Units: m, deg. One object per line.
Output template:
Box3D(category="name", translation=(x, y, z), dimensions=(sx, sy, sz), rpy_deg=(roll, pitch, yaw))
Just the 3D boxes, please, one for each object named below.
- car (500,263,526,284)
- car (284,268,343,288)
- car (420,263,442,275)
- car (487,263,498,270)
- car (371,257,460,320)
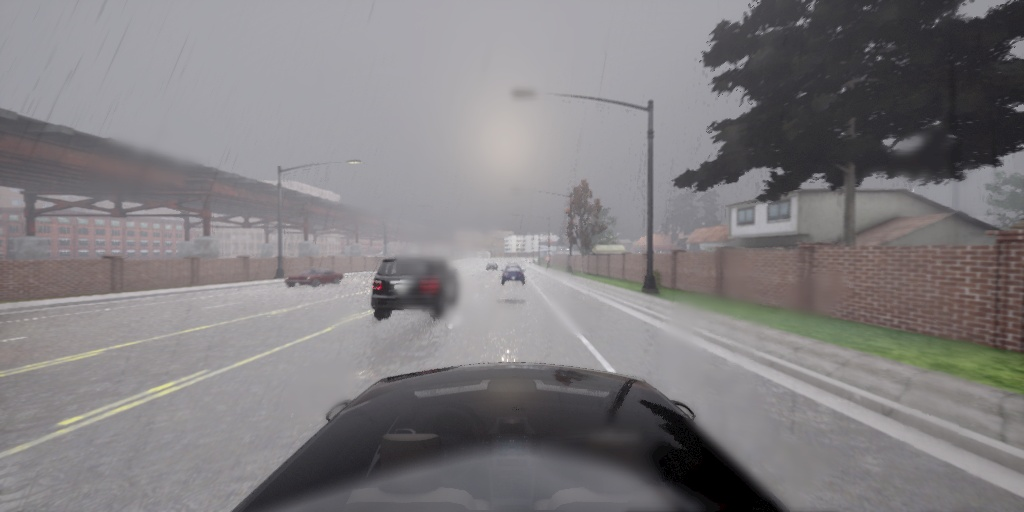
Box3D(category="car", translation=(0.104, 1.491, 29.214), dimensions=(1.812, 1.442, 4.674), rpy_deg=(0, 0, 0))
Box3D(category="car", translation=(-14.091, 1.540, 25.730), dimensions=(1.895, 1.301, 4.718), rpy_deg=(0, 0, 0))
Box3D(category="car", translation=(-10.559, 1.671, 47.076), dimensions=(1.994, 1.385, 4.181), rpy_deg=(0, -1, 0))
Box3D(category="car", translation=(-3.408, 1.835, 63.427), dimensions=(1.895, 1.301, 4.718), rpy_deg=(0, 0, 0))
Box3D(category="car", translation=(-3.293, 1.061, 13.242), dimensions=(2.150, 2.045, 5.566), rpy_deg=(0, -1, 0))
